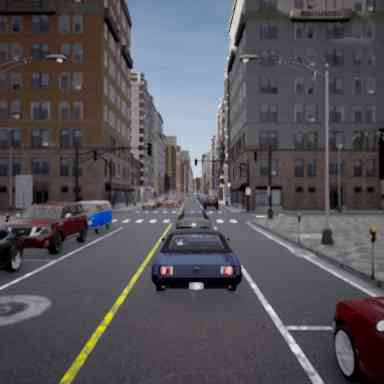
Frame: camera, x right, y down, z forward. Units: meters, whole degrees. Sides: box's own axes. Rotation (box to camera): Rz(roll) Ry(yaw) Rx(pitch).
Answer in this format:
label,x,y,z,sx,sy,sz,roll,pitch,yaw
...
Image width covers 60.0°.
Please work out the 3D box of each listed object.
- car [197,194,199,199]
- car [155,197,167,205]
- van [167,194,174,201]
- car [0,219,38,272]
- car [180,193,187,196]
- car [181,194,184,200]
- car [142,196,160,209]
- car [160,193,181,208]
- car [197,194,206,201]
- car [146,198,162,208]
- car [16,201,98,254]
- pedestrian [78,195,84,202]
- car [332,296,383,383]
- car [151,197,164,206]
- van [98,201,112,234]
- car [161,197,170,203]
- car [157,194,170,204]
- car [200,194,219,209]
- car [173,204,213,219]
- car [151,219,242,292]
label,x,y,z,sx,sy,sz,roll,pitch,yaw
car,2.624,1.655,74.964,1.752,1.417,4.829,0,0,0
car,-5.895,1.646,63.327,1.752,1.417,4.829,0,0,0
van,-5.912,1.480,91.773,1.690,1.788,3.998,0,0,0
car,-5.863,1.596,8.235,1.947,1.339,4.313,0,0,0
car,-3.050,1.343,80.820,2.150,2.045,5.566,0,0,0
car,-3.067,1.627,65.591,1.837,1.490,4.892,0,0,1
car,-5.885,1.631,46.362,1.752,1.417,4.829,0,0,0
car,-3.121,1.460,48.868,2.097,1.767,4.553,0,0,0
car,2.614,1.453,91.763,2.192,1.841,5.009,0,0,0
car,-5.889,1.677,52.188,1.947,1.339,4.313,0,0,0
car,-5.866,1.365,13.876,2.192,1.841,5.009,0,0,0
pedestrian,-12.574,1.231,37.480,0.375,1.860,0.375,0,0,1
car,2.666,1.554,2.575,1.887,1.381,4.507,0,0,0
car,-5.892,1.641,57.672,1.752,1.417,4.829,0,0,0
van,-5.870,1.409,19.517,1.690,1.788,3.998,0,0,0
car,-5.902,1.711,74.807,1.802,1.307,4.206,0,0,0
car,-5.898,1.440,69.153,2.192,1.841,5.009,0,0,0
car,2.641,1.420,46.511,2.192,1.841,5.009,0,0,0
car,0.084,1.630,18.911,1.994,1.385,4.181,0,0,0
car,0.094,1.634,8.987,1.895,1.301,4.718,0,0,0
